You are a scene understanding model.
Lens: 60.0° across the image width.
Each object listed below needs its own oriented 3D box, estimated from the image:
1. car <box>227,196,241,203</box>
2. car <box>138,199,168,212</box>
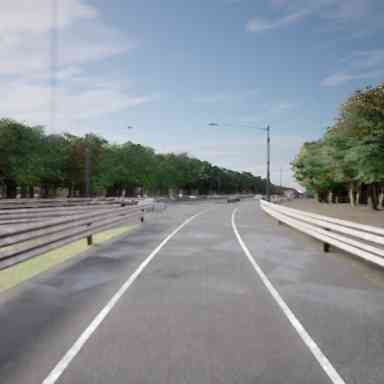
[{"bbox_3d":[8.821,1.580,69.822,2.033,1.411,5.357,0,0,22],"label":"car"},{"bbox_3d":[-4.556,1.515,38.831,1.812,1.442,4.674,0,0,24],"label":"car"}]
